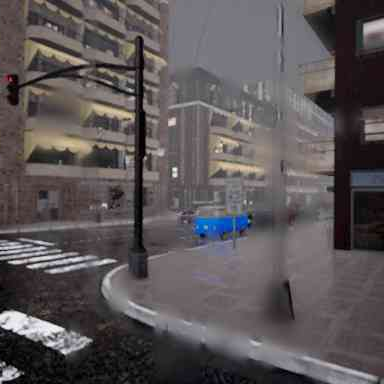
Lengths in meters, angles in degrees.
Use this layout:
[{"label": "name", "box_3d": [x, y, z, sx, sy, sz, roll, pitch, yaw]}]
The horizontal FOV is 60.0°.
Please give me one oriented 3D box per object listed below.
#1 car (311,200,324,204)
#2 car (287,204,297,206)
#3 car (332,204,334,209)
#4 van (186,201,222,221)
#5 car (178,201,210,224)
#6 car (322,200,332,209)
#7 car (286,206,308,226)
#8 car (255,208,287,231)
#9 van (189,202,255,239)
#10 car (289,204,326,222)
[{"label": "car", "box_3d": [23.672, 2.811, 64.617, 1.802, 1.307, 4.206, -1, -2, 35]}, {"label": "car", "box_3d": [14.094, 2.380, 46.488, 1.812, 1.442, 4.674, 0, -1, 36]}, {"label": "car", "box_3d": [30.082, 2.986, 73.654, 1.887, 1.381, 4.507, -1, -2, 35]}, {"label": "van", "box_3d": [1.238, 1.826, 32.996, 1.690, 1.788, 3.998, -1, -2, 35]}, {"label": "car", "box_3d": [0.824, 1.767, 27.903, 2.097, 1.767, 4.553, 0, -1, 35]}, {"label": "car", "box_3d": [26.877, 2.650, 69.141, 2.192, 1.841, 5.009, -1, -2, 35]}, {"label": "car", "box_3d": [8.076, 2.116, 28.203, 1.802, 1.307, 4.206, -1, -2, 35]}, {"label": "car", "box_3d": [4.871, 1.993, 23.686, 1.947, 1.339, 4.313, -1, -2, 35]}, {"label": "van", "box_3d": [1.804, 1.663, 19.074, 1.690, 1.788, 3.998, -1, -2, 35]}, {"label": "car", "box_3d": [11.281, 2.191, 32.722, 2.008, 1.369, 4.403, -1, -2, 35]}]
